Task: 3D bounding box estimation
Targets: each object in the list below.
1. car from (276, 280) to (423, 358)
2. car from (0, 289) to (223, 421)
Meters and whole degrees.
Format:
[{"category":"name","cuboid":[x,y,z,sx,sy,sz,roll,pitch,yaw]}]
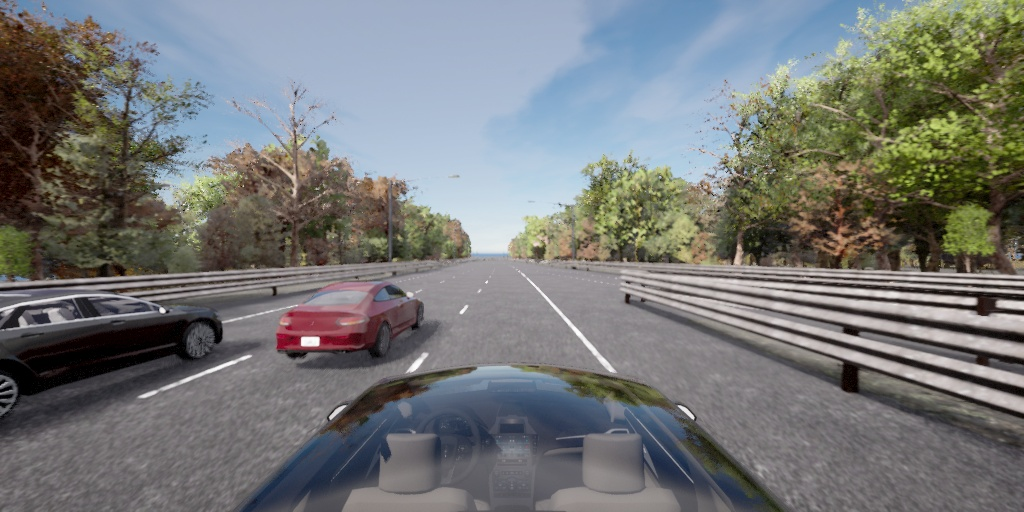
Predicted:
[{"category":"car","cuboid":[-3.429,1.288,8.378,1.812,1.442,4.674,0,0,0]},{"category":"car","cuboid":[-6.916,1.249,5.451,2.128,1.511,4.902,0,0,0]}]
